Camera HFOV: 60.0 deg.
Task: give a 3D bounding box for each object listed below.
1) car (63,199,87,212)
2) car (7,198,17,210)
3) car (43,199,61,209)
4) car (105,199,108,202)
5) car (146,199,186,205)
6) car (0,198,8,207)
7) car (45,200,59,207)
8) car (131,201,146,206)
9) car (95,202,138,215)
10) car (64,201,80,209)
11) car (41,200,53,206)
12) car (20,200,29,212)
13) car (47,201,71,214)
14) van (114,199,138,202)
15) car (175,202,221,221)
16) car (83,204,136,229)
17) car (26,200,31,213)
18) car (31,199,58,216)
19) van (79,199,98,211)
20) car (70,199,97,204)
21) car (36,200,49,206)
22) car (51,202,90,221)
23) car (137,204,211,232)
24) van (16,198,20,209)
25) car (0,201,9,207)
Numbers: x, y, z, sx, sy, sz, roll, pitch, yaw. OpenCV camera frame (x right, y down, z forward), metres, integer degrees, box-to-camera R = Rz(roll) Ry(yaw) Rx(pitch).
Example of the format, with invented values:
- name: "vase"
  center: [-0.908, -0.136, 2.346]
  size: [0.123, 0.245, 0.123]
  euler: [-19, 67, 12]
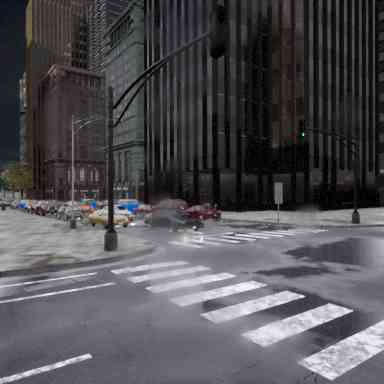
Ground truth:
- name: "car"
  center: [-18.120, 2.037, 51.515]
  size: [2.097, 1.767, 4.553]
  euler: [0, -1, -38]
- name: "car"
  center: [-31.809, 2.353, 60.597]
  size: [1.967, 1.590, 4.097]
  euler: [-1, 0, -35]
- name: "car"
  center: [-26.932, 2.238, 63.874]
  size: [2.097, 1.767, 4.553]
  euler: [0, -1, -35]
- name: "car"
  center: [-11.067, 1.875, 46.111]
  size: [2.192, 1.841, 5.009]
  euler: [-1, 0, -35]
- name: "car"
  center: [-2.258, 1.668, 33.649]
  size: [2.192, 1.841, 5.009]
  euler: [-1, 0, -35]
- name: "car"
  center: [-41.134, 2.666, 73.761]
  size: [1.887, 1.381, 4.507]
  euler: [-1, 0, -35]
- name: "car"
  center: [-31.574, 2.594, 75.015]
  size: [1.947, 1.339, 4.313]
  euler: [-1, 0, -35]
- name: "car"
  center: [-5.189, 2.004, 37.803]
  size: [1.802, 1.307, 4.206]
  euler: [-1, 0, -35]
- name: "car"
  center: [-6.958, 1.902, 30.150]
  size: [1.812, 1.442, 4.674]
  euler: [0, -1, -35]
- name: "car"
  center: [-22.551, 2.406, 62.282]
  size: [1.802, 1.307, 4.206]
  euler: [-1, 0, -35]
- name: "car"
  center: [-34.583, 2.659, 79.261]
  size: [1.947, 1.339, 4.313]
  euler: [-1, 0, -35]
- name: "car"
  center: [-23.231, 2.156, 48.492]
  size: [1.967, 1.590, 4.097]
  euler: [-1, 0, -35]
- name: "car"
  center: [-18.804, 2.144, 46.954]
  size: [2.128, 1.511, 4.902]
  euler: [0, -1, -35]
- name: "van"
  center: [-8.131, 1.832, 41.957]
  size: [1.690, 1.788, 3.998]
  euler: [-1, 0, -35]
- name: "car"
  center: [0.683, 1.828, 29.495]
  size: [1.887, 1.381, 4.507]
  euler: [-1, 0, -35]
- name: "car"
  center: [-6.183, 1.843, 24.435]
  size: [1.752, 1.417, 4.829]
  euler: [-1, 0, -35]
- name: "car"
  center: [-20.405, 2.195, 44.506]
  size: [1.887, 1.381, 4.507]
  euler: [-1, 0, -35]
- name: "car"
  center: [-17.585, 1.900, 40.519]
  size: [2.192, 1.841, 5.009]
  euler: [-1, 0, -35]
- name: "van"
  center: [-16.940, 2.037, 54.419]
  size: [1.690, 1.788, 3.998]
  euler: [-1, 0, -35]
- name: "car"
  center: [-12.830, 1.866, 38.450]
  size: [2.097, 1.767, 4.553]
  euler: [0, -1, -35]
- name: "car"
  center: [-37.590, 2.709, 83.505]
  size: [2.008, 1.369, 4.403]
  euler: [-1, 0, -35]
- name: "car"
  center: [-11.930, 2.004, 32.546]
  size: [2.008, 1.369, 4.403]
  euler: [-1, 0, -35]
- name: "car"
  center: [-1.366, 1.791, 22.203]
  size: [2.033, 1.411, 5.357]
  euler: [0, -1, -35]
- name: "van"
  center: [-26.058, 2.122, 52.479]
  size: [1.690, 1.788, 3.998]
  euler: [-1, 0, -35]
- name: "car"
  center: [-44.242, 2.770, 78.148]
  size: [1.802, 1.307, 4.206]
  euler: [-1, 0, -35]
